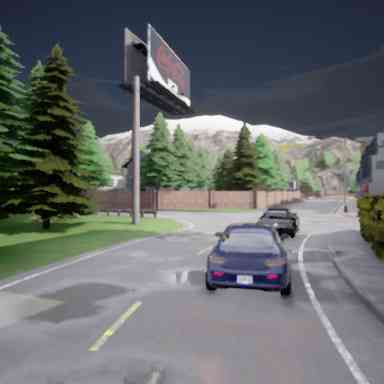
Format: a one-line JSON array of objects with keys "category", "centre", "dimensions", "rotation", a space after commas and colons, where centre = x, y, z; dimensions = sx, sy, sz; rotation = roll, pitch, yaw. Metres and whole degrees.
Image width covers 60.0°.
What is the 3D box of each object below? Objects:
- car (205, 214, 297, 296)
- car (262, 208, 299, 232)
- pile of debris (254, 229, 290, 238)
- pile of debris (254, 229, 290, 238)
[{"category": "car", "centre": [1.511, 1.519, 8.625], "dimensions": [1.812, 1.442, 4.674], "rotation": [0, 0, 13]}, {"category": "car", "centre": [4.718, 1.550, 18.048], "dimensions": [1.994, 1.385, 4.181], "rotation": [0, 0, 21]}, {"category": "pile of debris", "centre": [4.243, 2.163, 17.472], "dimensions": [1.500, 0.140, 1.860], "rotation": [0, 0, 25]}, {"category": "pile of debris", "centre": [4.243, 2.163, 17.472], "dimensions": [1.500, 0.140, 1.860], "rotation": [0, 0, 25]}]
